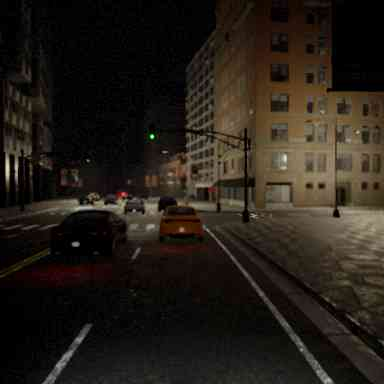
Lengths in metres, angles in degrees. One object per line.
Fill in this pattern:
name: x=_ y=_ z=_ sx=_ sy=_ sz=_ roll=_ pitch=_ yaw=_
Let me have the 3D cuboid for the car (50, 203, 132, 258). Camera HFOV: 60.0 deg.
car: x=-3.595 y=1.390 z=12.380 sx=1.882 sy=1.535 sz=5.008 roll=0 pitch=0 yaw=-3

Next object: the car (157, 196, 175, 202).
car: x=-2.673 y=1.216 z=35.616 sx=1.882 sy=1.535 sz=5.008 roll=0 pitch=0 yaw=-8

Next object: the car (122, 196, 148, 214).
car: x=-5.443 y=1.372 z=31.976 sx=1.895 sy=1.301 sz=4.718 roll=0 pitch=0 yaw=-7

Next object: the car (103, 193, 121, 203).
car: x=-11.532 y=1.220 z=47.431 sx=2.033 sy=1.411 sz=5.357 roll=0 pitch=0 yaw=-11

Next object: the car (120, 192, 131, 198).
car: x=-13.426 y=1.120 z=68.791 sx=1.895 sy=1.301 sz=4.718 roll=0 pitch=0 yaw=-17

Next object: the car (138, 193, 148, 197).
car: x=-10.389 y=1.041 z=69.989 sx=1.812 sy=1.442 sz=4.674 roll=0 pitch=0 yaw=-17

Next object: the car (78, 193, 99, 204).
car: x=-14.715 y=1.177 z=46.666 sx=2.128 sy=1.511 sz=4.902 roll=0 pitch=0 yaw=-11

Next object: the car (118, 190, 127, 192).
car: x=-16.439 y=0.582 z=78.399 sx=2.150 sy=2.045 sz=5.566 roll=0 pitch=0 yaw=-18

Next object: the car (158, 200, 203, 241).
car: x=-0.570 y=1.359 z=15.959 sx=1.882 sy=1.535 sz=5.008 roll=0 pitch=0 yaw=-4
